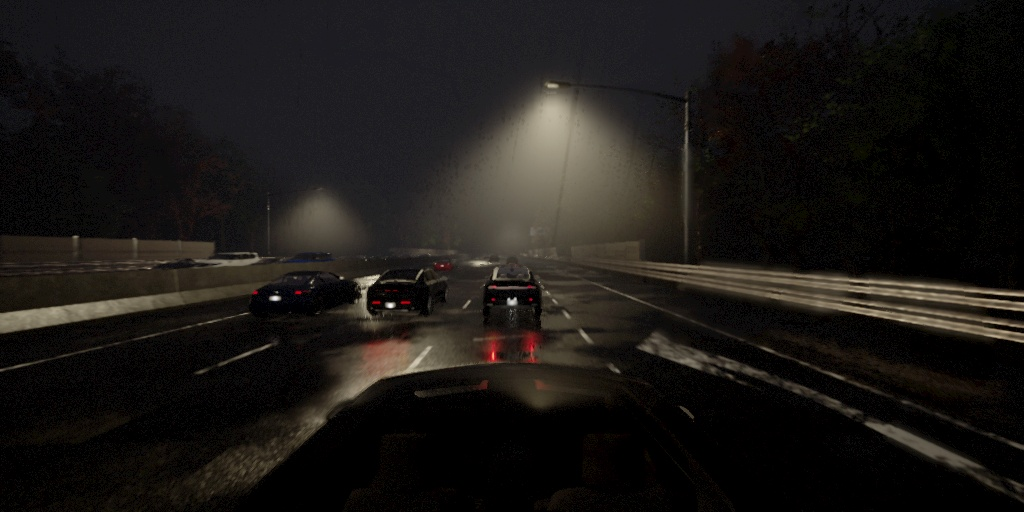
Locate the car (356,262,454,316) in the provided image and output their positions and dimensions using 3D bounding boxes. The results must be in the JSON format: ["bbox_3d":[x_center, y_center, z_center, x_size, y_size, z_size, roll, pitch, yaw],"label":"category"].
[{"bbox_3d":[-3.495,1.139,12.741,1.837,1.490,4.892,0,1,0],"label":"car"}]

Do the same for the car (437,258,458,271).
[{"bbox_3d":[-6.972,0.924,37.853,1.994,1.385,4.181,0,1,0],"label":"car"}]

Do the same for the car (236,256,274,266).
[{"bbox_3d":[-21.050,0.941,31.429,2.128,1.511,4.902,0,0,0],"label":"car"}]

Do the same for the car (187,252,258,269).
[{"bbox_3d":[-24.548,0.679,31.279,2.150,2.045,5.566,0,0,0],"label":"car"}]

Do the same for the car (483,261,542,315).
[{"bbox_3d":[0.008,1.118,12.893,2.128,1.511,4.902,0,1,0],"label":"car"}]

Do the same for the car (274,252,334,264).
[{"bbox_3d":[-17.553,0.671,31.127,2.150,2.045,5.566,0,0,0],"label":"car"}]

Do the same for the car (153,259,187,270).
[{"bbox_3d":[-28.048,0.956,30.849,2.128,1.511,4.902,0,0,0],"label":"car"}]

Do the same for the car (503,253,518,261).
[{"bbox_3d":[0.050,0.573,62.345,2.128,1.511,4.902,0,1,0],"label":"car"}]

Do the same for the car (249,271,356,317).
[{"bbox_3d":[-6.993,1.203,12.596,1.994,1.385,4.181,0,1,0],"label":"car"}]
